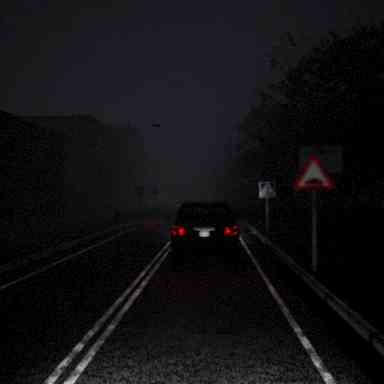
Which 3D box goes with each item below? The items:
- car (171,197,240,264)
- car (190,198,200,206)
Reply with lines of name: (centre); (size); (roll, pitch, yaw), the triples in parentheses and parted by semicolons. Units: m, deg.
car: (0.533, 1.298, 12.285); (2.150, 2.045, 5.566); (0, 0, 4)
car: (0.659, 1.877, 66.494); (1.837, 1.490, 4.892); (0, 0, 4)
